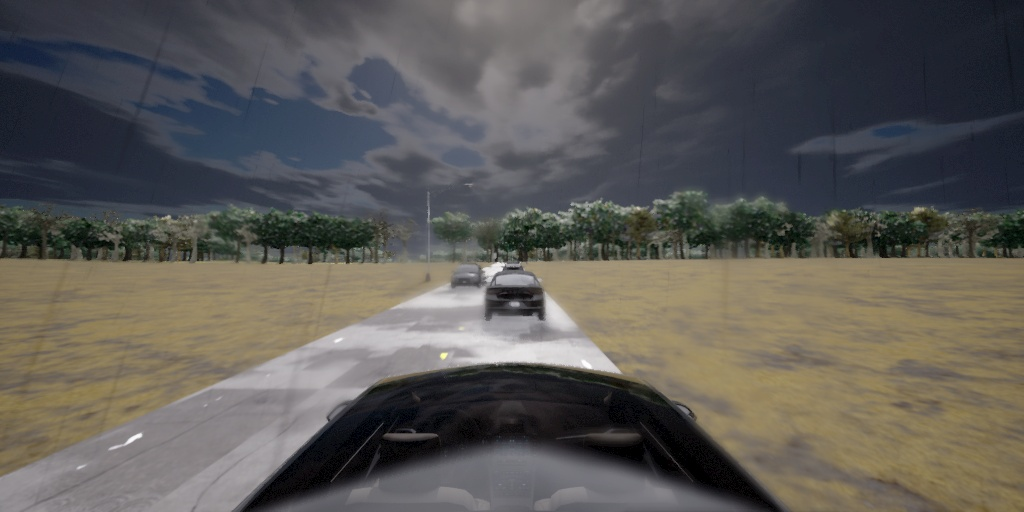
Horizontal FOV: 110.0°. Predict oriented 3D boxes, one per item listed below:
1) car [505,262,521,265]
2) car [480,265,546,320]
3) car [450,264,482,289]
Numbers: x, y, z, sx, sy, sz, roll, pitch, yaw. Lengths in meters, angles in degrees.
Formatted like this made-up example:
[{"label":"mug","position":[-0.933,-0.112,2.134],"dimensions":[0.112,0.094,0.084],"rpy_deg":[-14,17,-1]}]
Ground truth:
[{"label":"car","position":[0.095,1.275,31.717],"dimensions":[1.837,1.490,4.892],"rpy_deg":[0,0,0]},{"label":"car","position":[0.098,1.235,12.686],"dimensions":[1.882,1.535,5.008],"rpy_deg":[0,0,0]},{"label":"car","position":[-2.756,1.284,23.229],"dimensions":[1.837,1.490,4.892],"rpy_deg":[0,0,0]}]
